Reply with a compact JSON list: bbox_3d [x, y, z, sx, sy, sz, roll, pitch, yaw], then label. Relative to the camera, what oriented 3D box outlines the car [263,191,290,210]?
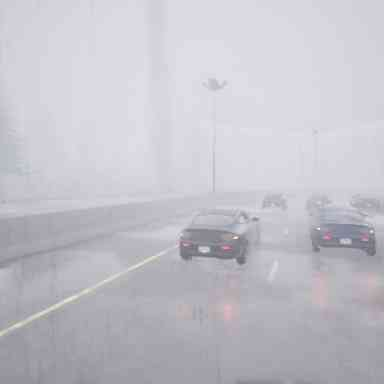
[{"bbox_3d":[7.275,0.692,28.725,1.837,1.490,4.892,1,2,20],"label":"car"}]

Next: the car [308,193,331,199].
[{"bbox_3d":[10.807,0.783,28.182,1.994,1.385,4.181,1,2,21],"label":"car"}]

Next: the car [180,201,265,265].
[{"bbox_3d":[1.048,1.214,10.539,1.812,1.442,4.674,1,2,18],"label":"car"}]

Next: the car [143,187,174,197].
[{"bbox_3d":[-4.267,-0.172,46.225,1.895,1.301,4.718,1,2,28],"label":"car"}]

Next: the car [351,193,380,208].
[{"bbox_3d":[14.286,0.780,27.509,1.812,1.442,4.674,1,2,21],"label":"car"}]

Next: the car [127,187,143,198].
[{"bbox_3d":[-7.340,0.059,47.910,2.128,1.511,4.902,1,2,28],"label":"car"}]

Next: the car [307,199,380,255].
[{"bbox_3d":[5.190,1.196,11.816,1.812,1.442,4.674,1,2,18],"label":"car"}]
